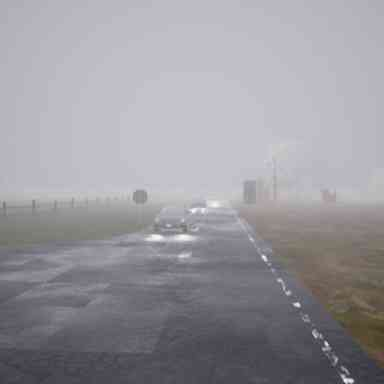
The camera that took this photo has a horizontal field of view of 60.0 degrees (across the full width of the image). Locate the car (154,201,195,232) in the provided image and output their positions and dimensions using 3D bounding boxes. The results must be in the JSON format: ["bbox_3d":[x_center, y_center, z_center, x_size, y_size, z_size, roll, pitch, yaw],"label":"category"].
[{"bbox_3d":[-1.026,1.476,19.694,1.812,1.442,4.674,0,0,5],"label":"car"}]

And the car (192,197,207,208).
[{"bbox_3d":[0.935,1.420,44.436,1.994,1.385,4.181,0,0,5],"label":"car"}]
